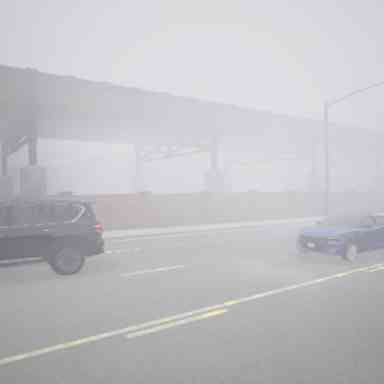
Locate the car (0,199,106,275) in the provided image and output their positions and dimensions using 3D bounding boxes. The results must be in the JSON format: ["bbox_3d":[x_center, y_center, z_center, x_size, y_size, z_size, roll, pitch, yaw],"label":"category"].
[{"bbox_3d":[-5.151,1.224,8.912,5.566,2.045,2.150,0,0,-35],"label":"car"}]

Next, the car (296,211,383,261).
[{"bbox_3d":[6.009,1.502,12.562,5.008,1.535,1.882,0,0,-35],"label":"car"}]
